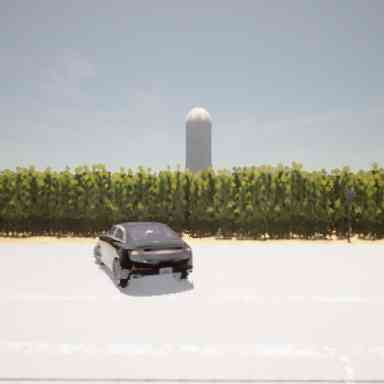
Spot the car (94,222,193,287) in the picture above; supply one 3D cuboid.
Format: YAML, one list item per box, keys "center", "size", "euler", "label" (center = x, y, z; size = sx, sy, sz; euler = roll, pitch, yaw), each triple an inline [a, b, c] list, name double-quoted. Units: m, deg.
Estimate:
- center: [-1.613, 1.629, 9.877]
  size: [2.128, 1.511, 4.902]
  euler: [1, -1, -25]
  label: "car"
